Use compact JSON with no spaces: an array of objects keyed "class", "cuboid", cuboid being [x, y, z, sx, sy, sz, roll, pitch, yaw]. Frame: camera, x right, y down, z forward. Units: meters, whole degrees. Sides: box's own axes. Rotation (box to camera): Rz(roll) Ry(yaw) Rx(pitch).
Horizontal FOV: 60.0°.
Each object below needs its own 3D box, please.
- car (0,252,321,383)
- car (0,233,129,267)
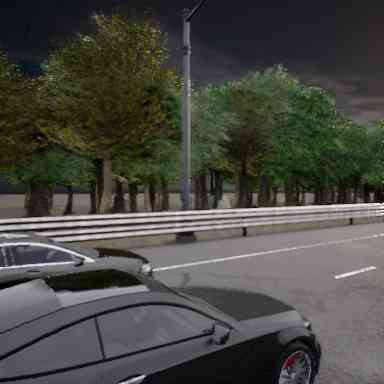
[{"class":"car","cuboid":[-0.718,1.524,3.236,4.674,1.442,1.812,0,0,-36]},{"class":"car","cuboid":[-3.016,1.491,5.896,4.902,1.511,2.128,0,0,-36]}]
